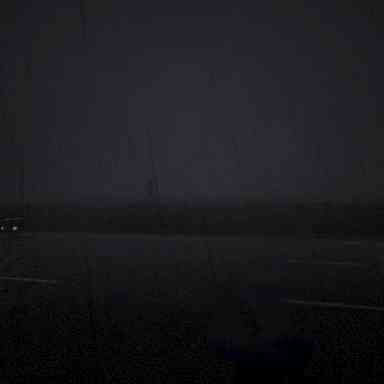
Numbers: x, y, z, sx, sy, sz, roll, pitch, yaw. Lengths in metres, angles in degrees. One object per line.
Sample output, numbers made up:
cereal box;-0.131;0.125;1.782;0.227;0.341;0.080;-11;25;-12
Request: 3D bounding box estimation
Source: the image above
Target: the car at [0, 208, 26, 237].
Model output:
car;-10.431;1.493;16.076;4.902;1.511;2.128;-1;1;18
